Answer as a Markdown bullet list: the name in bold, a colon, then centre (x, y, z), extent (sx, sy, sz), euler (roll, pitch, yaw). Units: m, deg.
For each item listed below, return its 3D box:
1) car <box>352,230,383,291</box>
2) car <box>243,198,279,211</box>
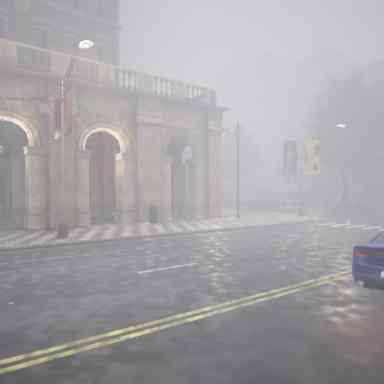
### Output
- **car**: centre (5.803, 1.476, 7.996), extent (5.008, 1.535, 1.882), euler (0, 0, -37)
- **car**: centre (8.634, 1.472, 41.656), extent (1.882, 1.535, 5.008), euler (0, 0, -36)
